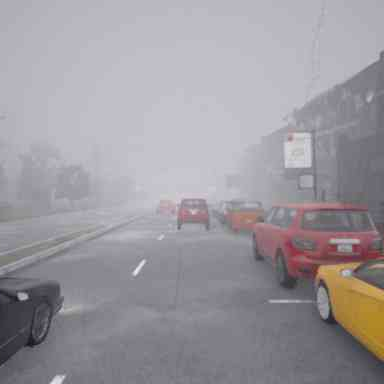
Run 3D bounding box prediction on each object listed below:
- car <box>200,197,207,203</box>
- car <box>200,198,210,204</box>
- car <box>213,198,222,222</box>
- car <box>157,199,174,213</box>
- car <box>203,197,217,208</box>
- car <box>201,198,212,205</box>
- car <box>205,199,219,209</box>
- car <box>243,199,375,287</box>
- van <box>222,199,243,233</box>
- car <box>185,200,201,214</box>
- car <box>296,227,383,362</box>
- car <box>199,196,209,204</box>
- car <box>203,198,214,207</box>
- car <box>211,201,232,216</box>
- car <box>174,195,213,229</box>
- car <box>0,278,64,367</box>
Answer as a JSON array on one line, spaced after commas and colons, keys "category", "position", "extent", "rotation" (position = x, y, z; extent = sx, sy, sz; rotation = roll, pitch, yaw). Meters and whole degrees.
[{"category": "car", "position": [3.190, 2.263, 92.853], "extent": [1.946, 1.575, 5.366], "rotation": [0, 0, 0]}, {"category": "car", "position": [3.203, 2.171, 81.487], "extent": [2.231, 1.521, 4.892], "rotation": [0, 0, 0]}, {"category": "car", "position": [3.222, 1.625, 31.861], "extent": [2.185, 1.767, 4.553], "rotation": [0, 0, 0]}, {"category": "car", "position": [-3.154, 1.704, 41.622], "extent": [2.097, 1.767, 4.553], "rotation": [0, -1, 0]}, {"category": "car", "position": [3.221, 1.857, 59.362], "extent": [2.185, 1.767, 4.553], "rotation": [0, 0, 0]}, {"category": "car", "position": [3.206, 2.124, 75.961], "extent": [2.231, 1.521, 4.892], "rotation": [0, 0, 0]}, {"category": "car", "position": [3.218, 1.935, 54.051], "extent": [1.946, 1.575, 5.366], "rotation": [0, 0, 0]}, {"category": "car", "position": [3.224, 1.312, 9.697], "extent": [2.435, 2.045, 5.566], "rotation": [0, 0, 0]}, {"category": "van", "position": [3.223, 1.433, 20.960], "extent": [1.878, 1.987, 4.442], "rotation": [0, 0, 0]}, {"category": "car", "position": [0.096, 1.835, 42.148], "extent": [1.882, 1.535, 5.008], "rotation": [0, -1, 0]}, {"category": "car", "position": [3.225, 1.517, 4.262], "extent": [2.097, 1.535, 5.008], "rotation": [0, 0, 0]}, {"category": "car", "position": [3.196, 1.966, 87.173], "extent": [2.435, 2.045, 5.566], "rotation": [0, 0, 0]}, {"category": "car", "position": [3.218, 2.028, 65.104], "extent": [1.946, 1.575, 5.366], "rotation": [0, 0, 0]}, {"category": "car", "position": [3.222, 1.836, 37.289], "extent": [2.002, 1.452, 4.674], "rotation": [0, 0, 0]}, {"category": "car", "position": [0.096, 1.421, 23.404], "extent": [2.150, 2.045, 5.566], "rotation": [0, 0, 0]}, {"category": "car", "position": [-3.150, 1.577, 3.353], "extent": [2.033, 1.411, 5.357], "rotation": [0, 0, 0]}]
